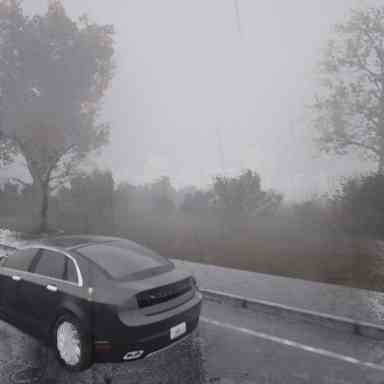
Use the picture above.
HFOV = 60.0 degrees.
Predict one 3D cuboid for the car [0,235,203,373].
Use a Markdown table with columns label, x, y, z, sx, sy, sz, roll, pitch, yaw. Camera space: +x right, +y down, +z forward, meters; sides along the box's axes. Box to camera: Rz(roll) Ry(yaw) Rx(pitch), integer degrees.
| label | x | y | z | sx | sy | sz | roll | pitch | yaw |
| --- | --- | --- | --- | --- | --- | --- | --- | --- | --- |
| car | -2.099 | 1.514 | 5.712 | 4.892 | 1.490 | 1.837 | 0 | 0 | 37 |
